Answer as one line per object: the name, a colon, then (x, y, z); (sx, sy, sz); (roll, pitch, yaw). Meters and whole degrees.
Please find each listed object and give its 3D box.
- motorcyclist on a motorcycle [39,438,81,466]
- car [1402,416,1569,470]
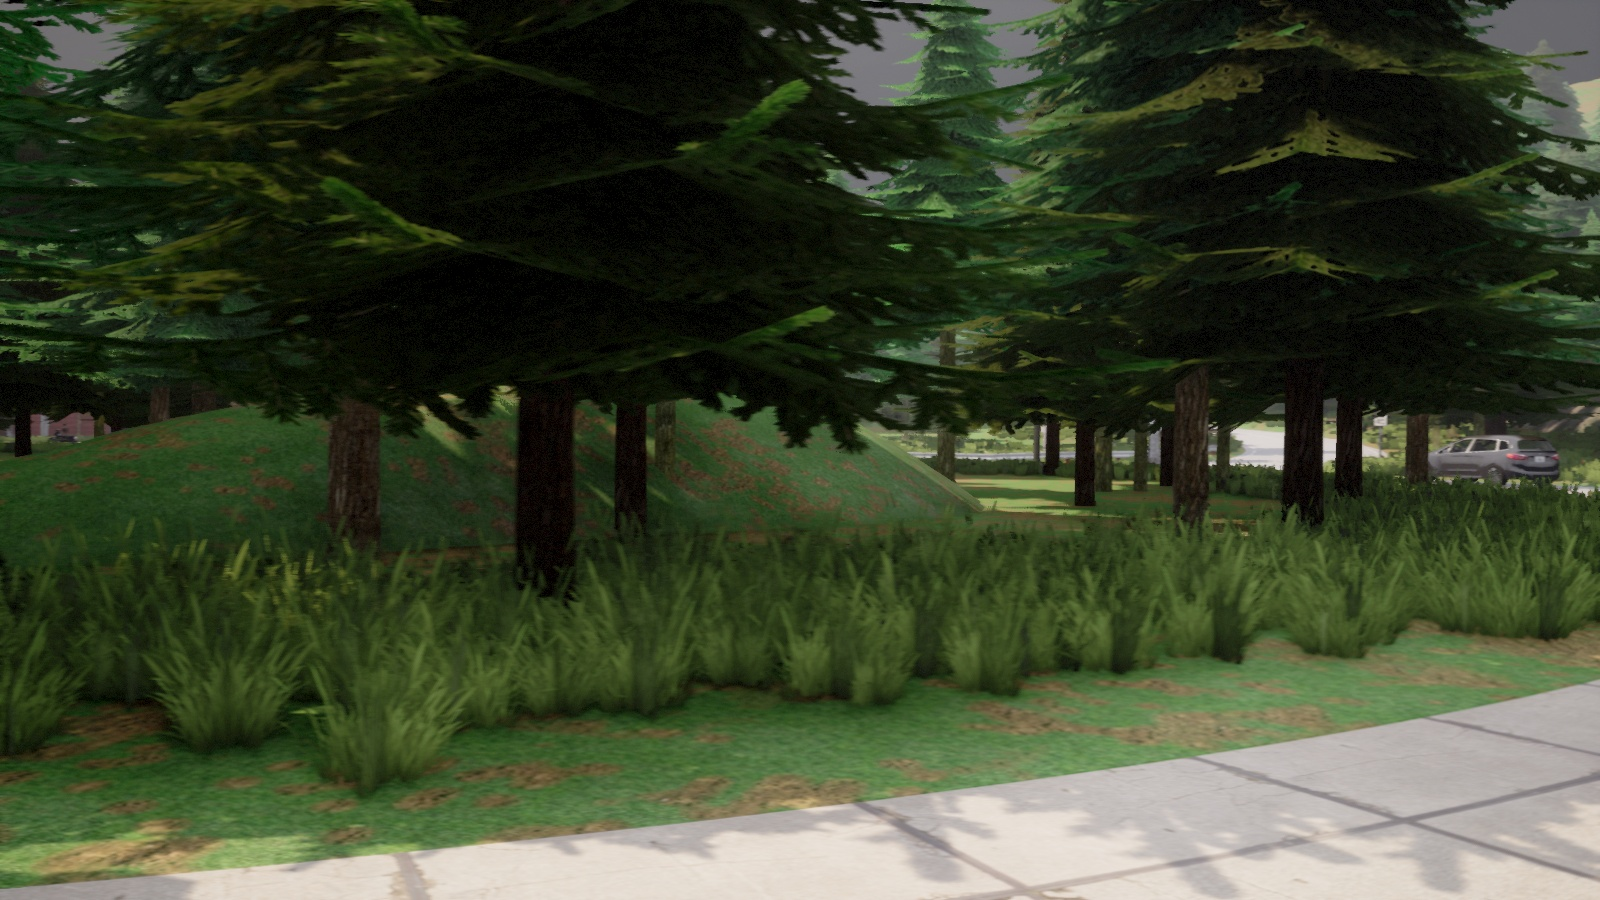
motorcyclist on a motorcycle: (-44.839, 0.106, 76.082); (2.350, 1.649, 0.766); (-1, 1, 18)
car: (22.742, -0.245, 41.874); (2.242, 1.667, 4.611); (-1, 1, -18)
